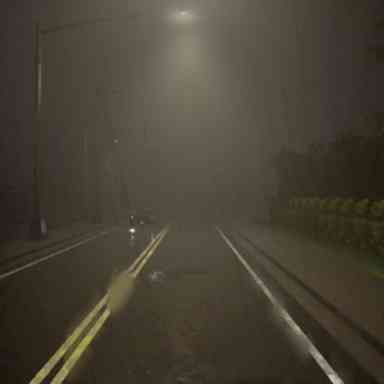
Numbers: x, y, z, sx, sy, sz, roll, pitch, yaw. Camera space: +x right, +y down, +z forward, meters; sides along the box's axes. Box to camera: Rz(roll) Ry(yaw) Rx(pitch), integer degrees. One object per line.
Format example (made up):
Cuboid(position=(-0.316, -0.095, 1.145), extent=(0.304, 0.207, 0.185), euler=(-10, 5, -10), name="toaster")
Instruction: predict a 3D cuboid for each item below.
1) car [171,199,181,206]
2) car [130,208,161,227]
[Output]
Cuboid(position=(-3.504, 2.323, 72.076), extent=(1.812, 1.442, 4.674), euler=(0, -1, 0), name="car")
Cuboid(position=(-3.517, 1.888, 25.776), extent=(1.895, 1.301, 4.718), euler=(0, -1, 0), name="car")
